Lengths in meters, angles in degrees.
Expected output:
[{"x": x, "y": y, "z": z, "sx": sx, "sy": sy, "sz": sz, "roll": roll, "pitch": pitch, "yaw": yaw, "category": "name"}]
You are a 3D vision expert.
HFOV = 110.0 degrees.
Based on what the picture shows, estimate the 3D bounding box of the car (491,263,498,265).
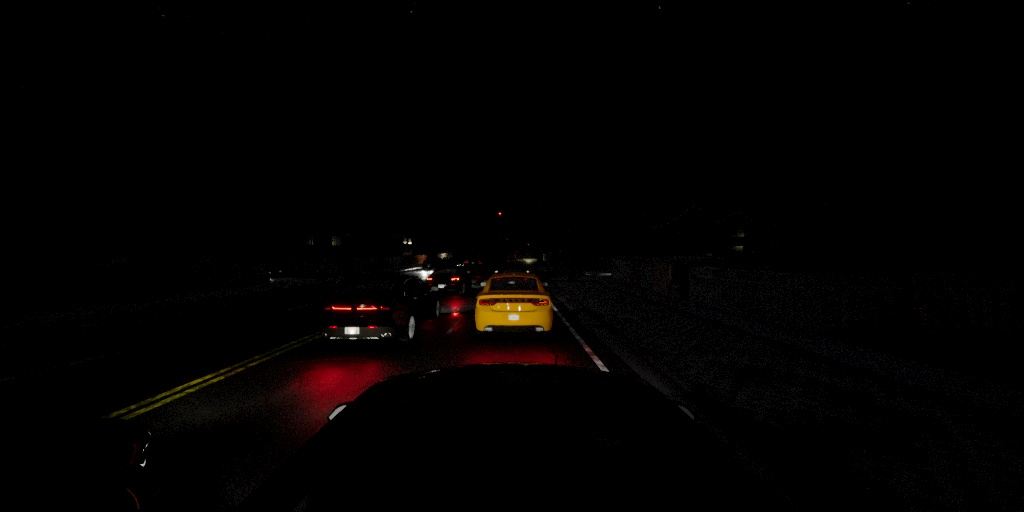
[{"x": 0.008, "y": 1.247, "z": 19.364, "sx": 1.994, "sy": 1.385, "sz": 4.181, "roll": 0, "pitch": 0, "yaw": 1, "category": "car"}]

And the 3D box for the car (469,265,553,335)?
[{"x": 0.062, "y": 1.209, "z": 10.475, "sx": 1.882, "sy": 1.535, "sz": 5.008, "roll": 0, "pitch": 0, "yaw": 0, "category": "car"}]

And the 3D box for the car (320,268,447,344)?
[{"x": -3.190, "y": 1.239, "z": 9.590, "sx": 1.837, "sy": 1.490, "sz": 4.892, "roll": 0, "pitch": 0, "yaw": 0, "category": "car"}]

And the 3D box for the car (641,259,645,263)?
[{"x": 12.793, "y": 1.012, "z": 34.519, "sx": 5.357, "sy": 1.411, "sz": 2.033, "roll": -1, "pitch": 1, "yaw": -6, "category": "car"}]

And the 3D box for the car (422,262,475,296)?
[{"x": -3.248, "y": 1.212, "z": 18.899, "sx": 1.812, "sy": 1.442, "sz": 4.674, "roll": 0, "pitch": 0, "yaw": 1, "category": "car"}]

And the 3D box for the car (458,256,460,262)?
[{"x": -9.914, "y": 0.655, "z": 63.949, "sx": 1.882, "sy": 1.535, "sz": 5.008, "roll": 0, "pitch": 1, "yaw": 0, "category": "car"}]

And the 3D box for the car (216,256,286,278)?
[{"x": -22.827, "y": 0.985, "z": 31.158, "sx": 5.566, "sy": 2.045, "sz": 2.150, "roll": 0, "pitch": 1, "yaw": 2, "category": "car"}]

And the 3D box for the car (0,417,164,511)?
[{"x": -3.149, "y": 1.228, "z": 0.180, "sx": 1.882, "sy": 1.535, "sz": 5.008, "roll": 0, "pitch": 0, "yaw": 0, "category": "car"}]

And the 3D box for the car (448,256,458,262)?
[{"x": -9.934, "y": 0.904, "z": 54.343, "sx": 1.994, "sy": 1.385, "sz": 4.181, "roll": 0, "pitch": 1, "yaw": 0, "category": "car"}]

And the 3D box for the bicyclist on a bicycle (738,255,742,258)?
[{"x": 18.406, "y": 0.782, "z": 28.792, "sx": 0.582, "sy": 1.620, "sz": 1.656, "roll": 0, "pitch": 0, "yaw": -2, "category": "bicyclist on a bicycle"}]

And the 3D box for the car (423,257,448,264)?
[{"x": -9.918, "y": 0.932, "z": 45.159, "sx": 2.128, "sy": 1.511, "sz": 4.902, "roll": 0, "pitch": 1, "yaw": 0, "category": "car"}]

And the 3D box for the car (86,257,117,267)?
[{"x": -37.410, "y": 1.078, "z": 32.028, "sx": 5.566, "sy": 2.045, "sz": 2.150, "roll": 0, "pitch": 1, "yaw": 5, "category": "car"}]

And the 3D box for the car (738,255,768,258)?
[{"x": 22.769, "y": 0.735, "z": 34.778, "sx": 4.553, "sy": 1.767, "sz": 2.097, "roll": 0, "pitch": 1, "yaw": -2, "category": "car"}]

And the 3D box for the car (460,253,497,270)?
[{"x": -3.258, "y": 0.741, "z": 38.793, "sx": 2.150, "sy": 2.045, "sz": 5.566, "roll": 2, "pitch": 1, "yaw": 15, "category": "car"}]
